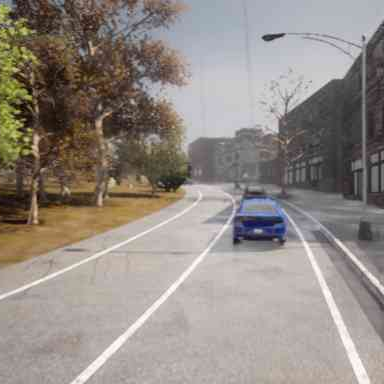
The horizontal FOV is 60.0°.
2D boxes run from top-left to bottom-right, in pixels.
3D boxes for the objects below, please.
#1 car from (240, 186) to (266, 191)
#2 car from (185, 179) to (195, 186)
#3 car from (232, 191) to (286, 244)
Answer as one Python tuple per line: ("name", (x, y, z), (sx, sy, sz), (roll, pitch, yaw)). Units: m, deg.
("car", (5.264, 0.217, 28.399), (1.837, 1.490, 4.892), (1, 4, 6))
("car", (-0.730, -2.096, 69.362), (1.837, 1.490, 4.892), (1, 3, -12))
("car", (2.762, 1.008, 13.536), (1.882, 1.535, 5.008), (0, 4, 13))
